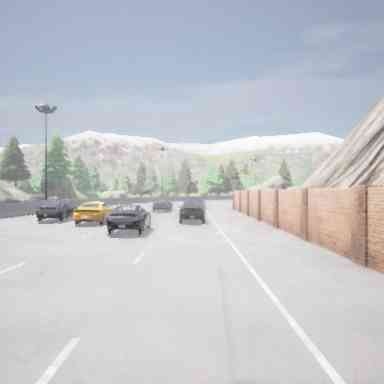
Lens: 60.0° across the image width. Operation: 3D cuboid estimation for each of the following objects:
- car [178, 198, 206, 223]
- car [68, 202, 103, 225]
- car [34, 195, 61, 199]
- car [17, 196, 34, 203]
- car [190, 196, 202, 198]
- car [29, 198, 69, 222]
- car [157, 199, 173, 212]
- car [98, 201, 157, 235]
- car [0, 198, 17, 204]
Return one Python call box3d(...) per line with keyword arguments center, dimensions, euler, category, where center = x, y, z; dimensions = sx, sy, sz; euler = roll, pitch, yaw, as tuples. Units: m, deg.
box3d(center=(0.006, 1.481, 25.324), dimensions=(1.837, 1.490, 4.892), euler=(0, 0, 0), category="car")
box3d(center=(-6.990, 1.456, 24.203), dimensions=(1.882, 1.535, 5.008), euler=(0, 0, 0), category="car")
box3d(center=(-19.974, 1.436, 47.851), dimensions=(1.882, 1.535, 5.008), euler=(0, 0, 10), category="car")
box3d(center=(-23.225, 1.307, 49.617), dimensions=(2.097, 1.767, 4.553), euler=(0, 0, 10), category="car")
box3d(center=(0.613, 1.319, 41.965), dimensions=(2.097, 1.767, 4.553), euler=(0, 0, 7), category="car")
box3d(center=(-10.498, 1.470, 26.296), dimensions=(2.128, 1.511, 4.902), euler=(0, 0, 0), category="car")
box3d(center=(-3.330, 1.514, 38.557), dimensions=(2.033, 1.411, 5.357), euler=(0, 0, 4), category="car")
box3d(center=(-3.470, 1.474, 18.855), dimensions=(2.128, 1.511, 4.902), euler=(0, 0, 0), category="car")
box3d(center=(-26.974, 1.522, 48.348), dimensions=(1.994, 1.385, 4.181), euler=(0, 0, 9), category="car")
